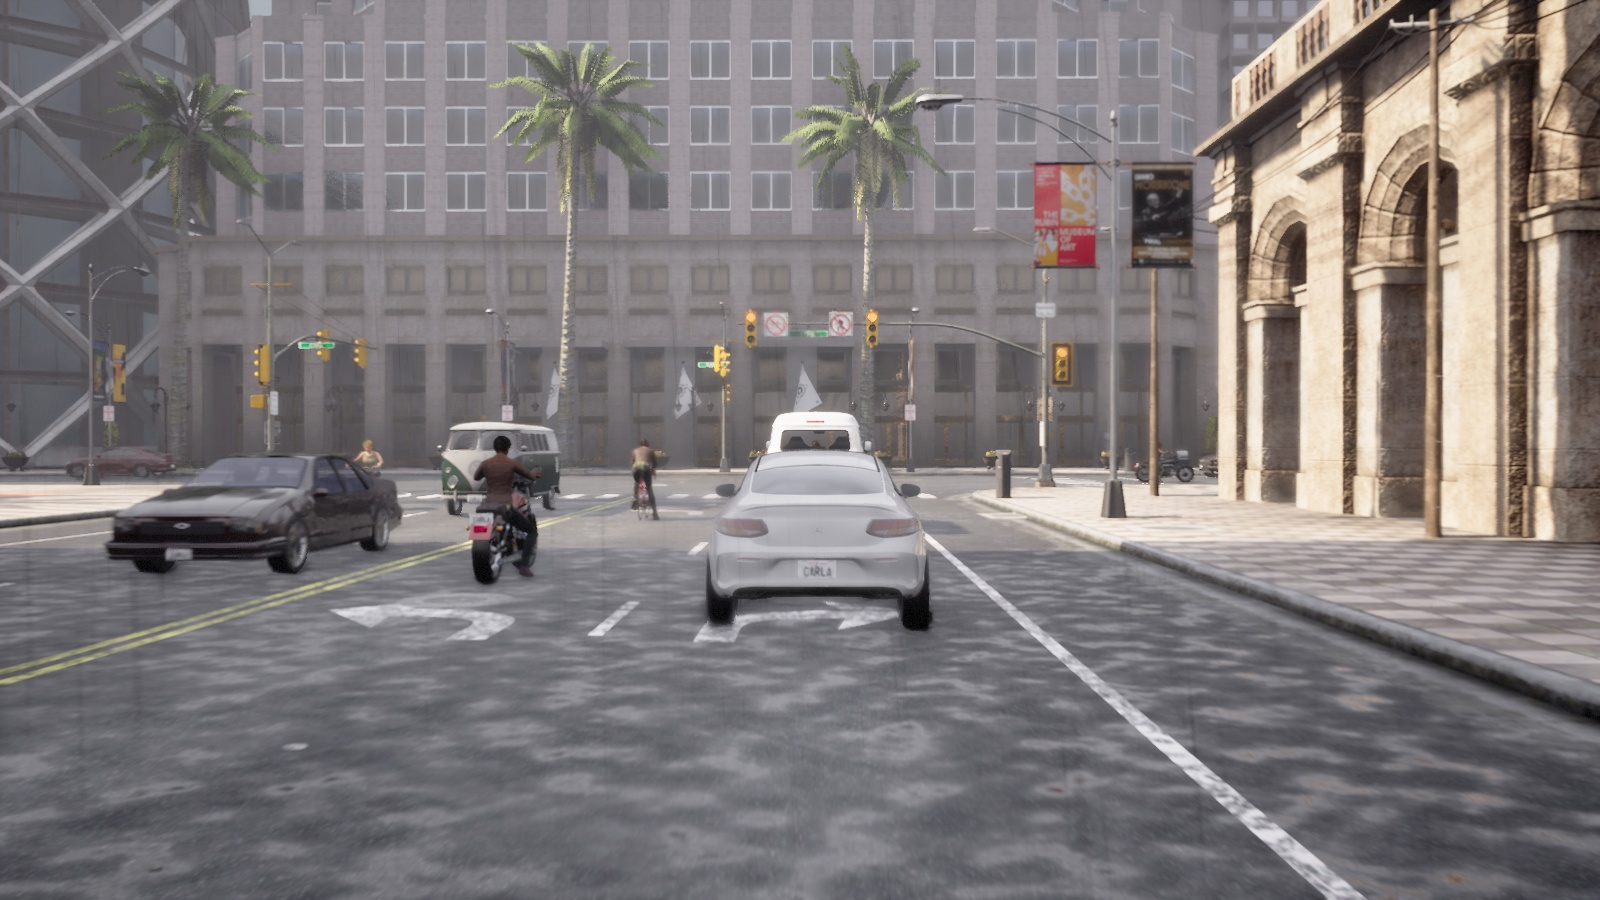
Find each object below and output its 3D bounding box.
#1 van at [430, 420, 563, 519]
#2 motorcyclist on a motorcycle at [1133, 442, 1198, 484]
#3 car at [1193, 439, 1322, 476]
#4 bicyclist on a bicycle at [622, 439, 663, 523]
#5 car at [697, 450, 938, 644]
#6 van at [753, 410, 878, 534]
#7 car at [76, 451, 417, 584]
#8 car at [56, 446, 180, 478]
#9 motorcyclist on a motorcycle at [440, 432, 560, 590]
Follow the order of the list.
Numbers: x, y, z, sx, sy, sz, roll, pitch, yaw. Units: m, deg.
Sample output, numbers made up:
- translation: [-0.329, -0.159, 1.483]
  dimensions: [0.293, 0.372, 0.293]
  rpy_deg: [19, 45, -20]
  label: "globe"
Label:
- translation: [-6.570, 0.390, 27.651]
  dimensions: [1.775, 1.987, 4.442]
  rpy_deg: [0, 0, 1]
  label: "van"
- translation: [14.506, 0.520, 49.852]
  dimensions: [2.350, 1.649, 0.766]
  rpy_deg: [0, 0, 1]
  label: "motorcyclist on a motorcycle"
- translation: [20.599, 0.327, 56.716]
  dimensions: [5.027, 1.651, 2.152]
  rpy_deg: [0, 0, 2]
  label: "car"
- translation: [-3.151, 0.601, 25.225]
  dimensions: [0.582, 1.620, 1.656]
  rpy_deg: [0, 0, 1]
  label: "bicyclist on a bicycle"
- translation: [0.168, 0.728, 11.797]
  dimensions: [1.812, 1.442, 4.674]
  rpy_deg: [0, 0, 1]
  label: "car"
- translation: [0.320, 0.378, 23.008]
  dimensions: [2.069, 2.038, 4.480]
  rpy_deg: [0, 0, 2]
  label: "van"
- translation: [-6.784, 0.727, 16.216]
  dimensions: [2.033, 1.411, 5.357]
  rpy_deg: [0, 0, 0]
  label: "car"
- translation: [-31.217, 0.528, 57.546]
  dimensions: [4.674, 1.442, 1.812]
  rpy_deg: [0, 0, -2]
  label: "car"
- translation: [-3.354, 0.640, 14.292]
  dimensions: [0.766, 1.649, 2.350]
  rpy_deg: [0, 0, 1]
  label: "motorcyclist on a motorcycle"
